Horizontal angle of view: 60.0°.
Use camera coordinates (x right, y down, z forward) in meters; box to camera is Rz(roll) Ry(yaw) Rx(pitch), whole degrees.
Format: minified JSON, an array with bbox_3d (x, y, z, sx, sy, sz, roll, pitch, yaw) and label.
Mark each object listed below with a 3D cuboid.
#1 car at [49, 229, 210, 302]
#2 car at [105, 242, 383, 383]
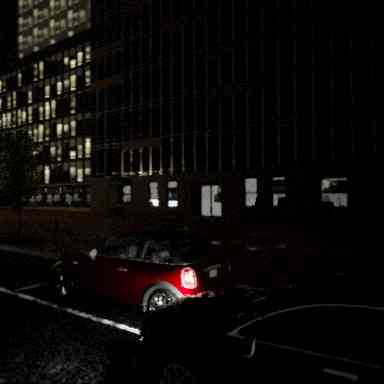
[{"bbox_3d":[-1.229,1.522,7.183,4.097,1.590,1.967,0,-2,34],"label":"car"},{"bbox_3d":[1.600,1.560,3.140,4.892,1.490,1.837,0,-1,34],"label":"car"}]
